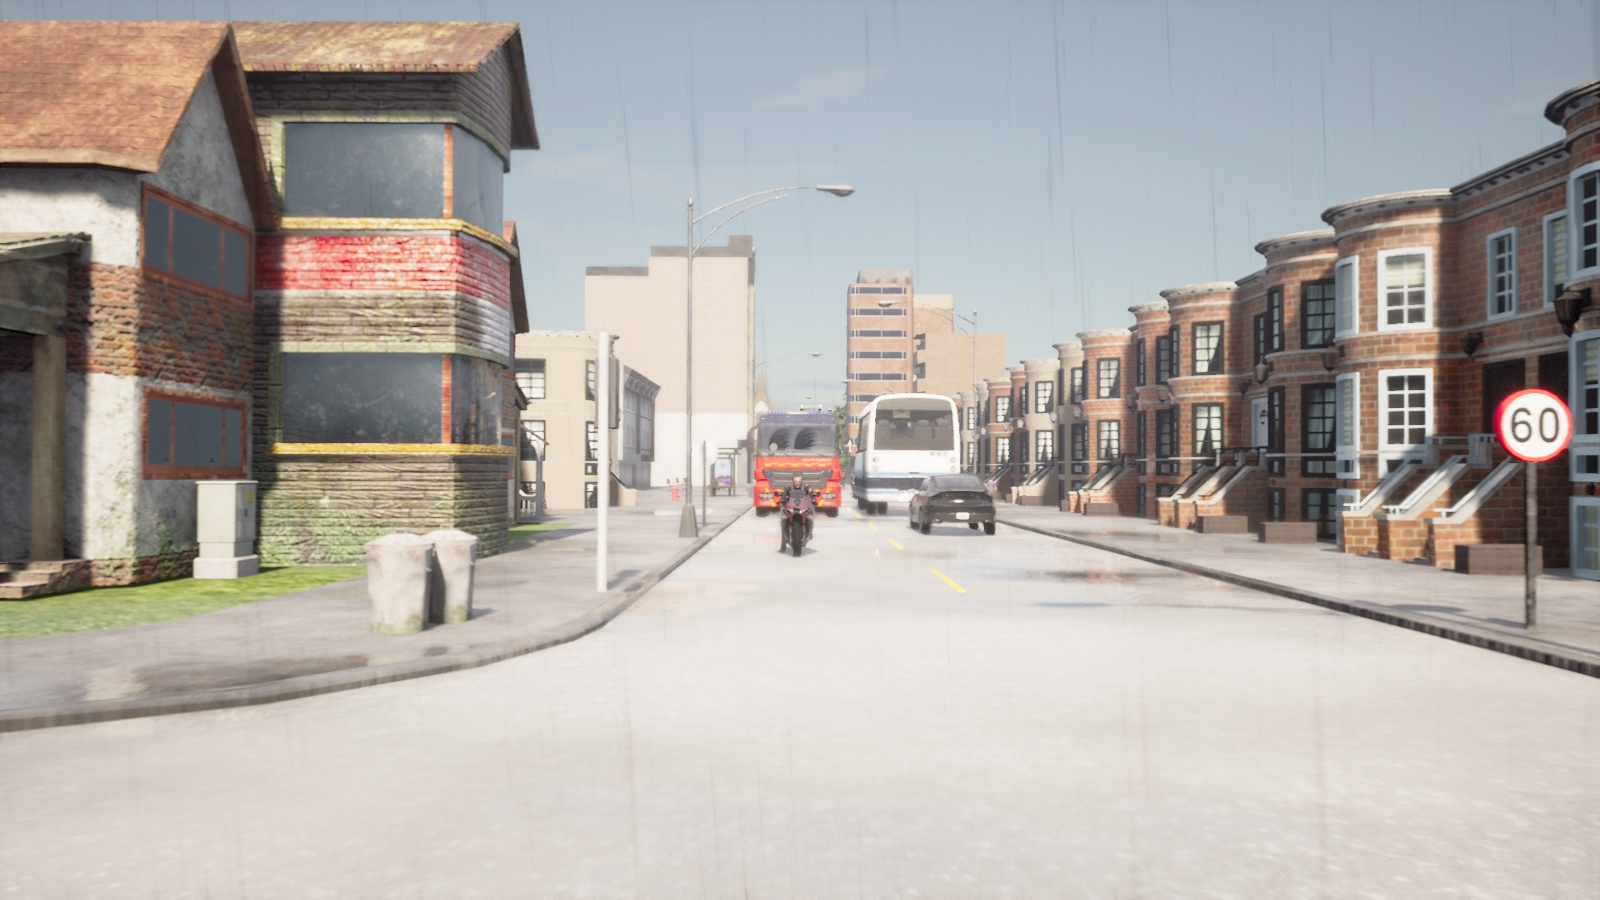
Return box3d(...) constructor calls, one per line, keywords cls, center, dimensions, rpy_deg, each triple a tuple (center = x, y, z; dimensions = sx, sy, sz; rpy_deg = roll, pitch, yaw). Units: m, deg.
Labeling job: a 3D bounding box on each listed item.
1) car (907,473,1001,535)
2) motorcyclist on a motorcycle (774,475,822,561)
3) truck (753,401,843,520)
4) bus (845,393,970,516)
box3d(cls="car", center=(3.946, 1.355, 32.944), dimensions=(1.837, 1.490, 4.892), rpy_deg=(0, -1, 0))
box3d(cls="motorcyclist on a motorcycle", center=(-0.038, 1.247, 23.723), dimensions=(0.866, 1.530, 2.191), rpy_deg=(0, -1, 0))
box3d(cls="truck", center=(-0.075, 0.397, 44.624), dimensions=(2.891, 3.827, 8.468), rpy_deg=(0, -1, 0))
box3d(cls="bus", center=(3.920, 0.238, 48.732), dimensions=(3.944, 4.253, 10.273), rpy_deg=(0, -1, 0))
